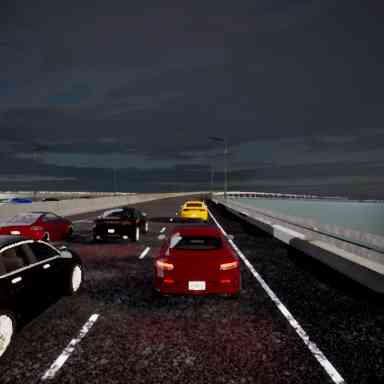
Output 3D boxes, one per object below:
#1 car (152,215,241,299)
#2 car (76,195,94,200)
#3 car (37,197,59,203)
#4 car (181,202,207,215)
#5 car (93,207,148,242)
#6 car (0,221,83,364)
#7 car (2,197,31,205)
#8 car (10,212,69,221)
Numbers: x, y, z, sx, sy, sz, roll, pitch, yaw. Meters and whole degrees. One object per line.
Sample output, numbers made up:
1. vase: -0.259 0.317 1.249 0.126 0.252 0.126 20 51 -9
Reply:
1. car: 0.102 1.527 8.314 1.812 1.442 4.674 0 0 0
2. car: -17.143 1.348 53.178 2.097 1.767 4.553 0 0 1
3. car: -20.756 1.526 48.166 1.812 1.442 4.674 0 0 1
4. car: 0.175 1.480 25.890 1.882 1.535 5.008 0 0 0
5. car: -3.377 1.480 16.396 1.882 1.535 5.008 0 0 0
6. car: -3.399 1.505 5.734 1.837 1.490 4.892 0 0 0
7. car: -24.288 1.480 46.093 1.882 1.535 5.008 0 0 1
8. car: -6.882 1.566 14.958 1.994 1.385 4.181 0 0 0
